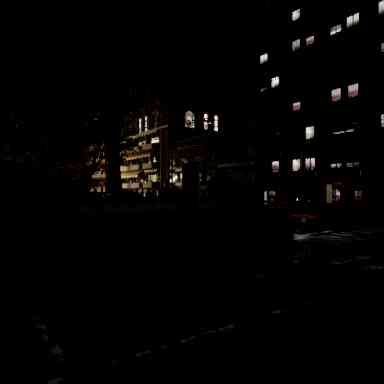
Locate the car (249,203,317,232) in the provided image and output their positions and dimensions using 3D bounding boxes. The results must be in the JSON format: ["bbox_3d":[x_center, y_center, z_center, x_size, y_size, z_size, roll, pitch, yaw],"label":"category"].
[{"bbox_3d":[5.866,1.706,22.308,1.882,1.535,5.008,0,-1,-38],"label":"car"}]

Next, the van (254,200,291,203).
[{"bbox_3d":[7.175,1.642,30.215,1.690,1.788,3.998,-1,0,-36],"label":"van"}]
